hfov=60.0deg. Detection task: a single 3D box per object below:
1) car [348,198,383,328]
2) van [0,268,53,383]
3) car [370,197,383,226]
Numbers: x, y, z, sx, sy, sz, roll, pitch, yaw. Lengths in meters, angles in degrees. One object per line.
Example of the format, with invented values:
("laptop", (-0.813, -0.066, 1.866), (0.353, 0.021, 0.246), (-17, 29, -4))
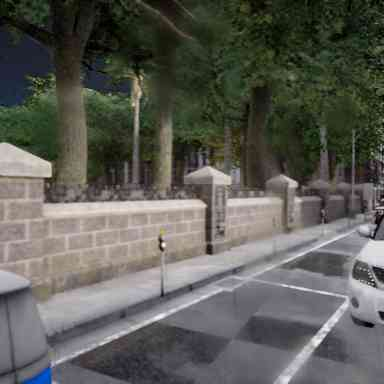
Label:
("car", (4.721, 1.239, 6.476), (2.150, 2.045, 5.566), (1, 0, 37))
("van", (-2.530, 1.316, 1.059), (1.690, 1.788, 3.998), (0, 0, 37))
("car", (14.383, 1.355, 23.737), (2.192, 1.841, 5.009), (0, 0, 37))
